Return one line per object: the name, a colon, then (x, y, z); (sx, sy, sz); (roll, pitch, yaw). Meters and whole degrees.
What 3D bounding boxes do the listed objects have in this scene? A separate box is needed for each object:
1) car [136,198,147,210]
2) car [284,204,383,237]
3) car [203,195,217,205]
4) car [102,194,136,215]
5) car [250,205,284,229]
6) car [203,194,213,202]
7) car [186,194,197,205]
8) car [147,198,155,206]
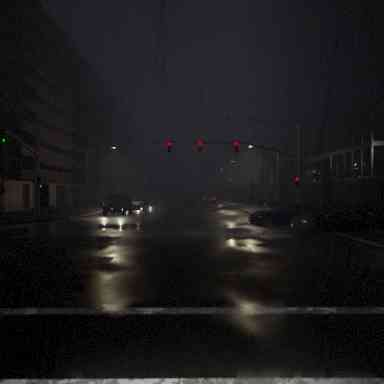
car: (-7.455, 1.533, 43.573); (1.812, 1.442, 4.674); (0, 0, 1)
car: (7.820, 1.535, 17.771); (4.902, 1.511, 2.128); (1, 0, 0)
car: (3.403, 1.500, 59.764); (2.128, 1.511, 4.902); (0, 0, 1)
car: (-7.467, 1.227, 33.780); (2.150, 2.045, 5.566); (0, 0, 0)
car: (6.259, 1.519, 21.273); (5.008, 1.535, 1.882); (1, 0, 0)
car: (3.459, 1.367, 74.663); (2.097, 1.767, 4.553); (0, 0, 1)
car: (-0.092, 1.573, 60.192); (1.994, 1.385, 4.181); (0, 0, 1)
car: (-7.328, 1.610, 55.276); (1.895, 1.301, 4.718); (0, 0, 1)
